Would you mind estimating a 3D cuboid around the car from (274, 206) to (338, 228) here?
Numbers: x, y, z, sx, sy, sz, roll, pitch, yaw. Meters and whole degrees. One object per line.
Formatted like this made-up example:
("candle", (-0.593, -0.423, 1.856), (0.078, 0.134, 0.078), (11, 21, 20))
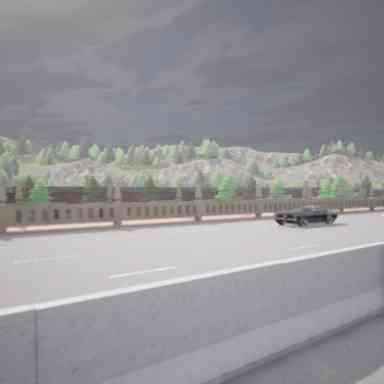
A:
("car", (7.694, 1.601, 22.384), (4.718, 1.301, 1.895), (0, 0, -35))
